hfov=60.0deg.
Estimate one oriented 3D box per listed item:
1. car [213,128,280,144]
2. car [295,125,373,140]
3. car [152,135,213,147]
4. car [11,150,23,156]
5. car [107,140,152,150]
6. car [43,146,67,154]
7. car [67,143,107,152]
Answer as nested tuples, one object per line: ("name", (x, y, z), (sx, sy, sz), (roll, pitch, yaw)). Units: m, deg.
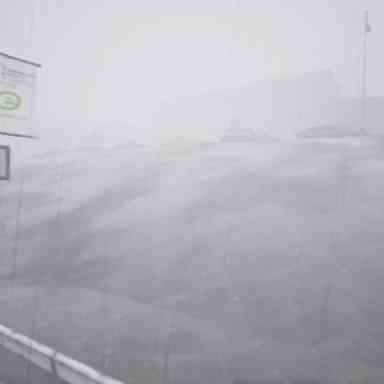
("car", (4.300, -3.892, 24.649), (4.553, 1.767, 2.185), (2, 1, 31))
("car", (9.291, -3.586, 21.851), (4.792, 1.488, 2.163), (2, 1, 29))
("car", (-0.454, -3.913, 27.465), (5.008, 1.535, 2.097), (2, 1, 32))
("car", (-23.419, -4.669, 42.674), (4.553, 1.767, 2.185), (1, 1, 34))
("car", (-5.166, -4.019, 30.393), (4.674, 1.452, 2.002), (2, 1, 33))
("car", (-14.379, -4.323, 36.519), (4.892, 1.521, 2.231), (1, 1, 34))
("car", (-9.813, -4.200, 33.420), (4.892, 1.521, 2.231), (2, 1, 34))
